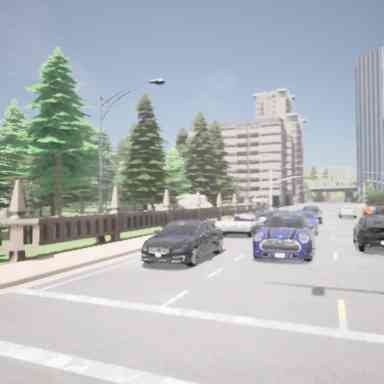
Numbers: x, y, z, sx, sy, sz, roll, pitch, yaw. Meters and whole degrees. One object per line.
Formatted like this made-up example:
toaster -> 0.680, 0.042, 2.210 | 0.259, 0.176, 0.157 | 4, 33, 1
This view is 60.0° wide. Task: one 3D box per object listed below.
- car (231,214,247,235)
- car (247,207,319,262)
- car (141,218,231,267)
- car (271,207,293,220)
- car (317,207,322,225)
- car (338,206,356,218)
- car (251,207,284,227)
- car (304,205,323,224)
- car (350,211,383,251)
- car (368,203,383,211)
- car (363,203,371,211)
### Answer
car -> 3.365, 2.128, 21.549 | 1.895, 1.301, 4.718 | -1, -2, 22
car -> 3.928, 1.680, 13.752 | 2.097, 1.767, 4.553 | -1, -2, 22
car -> -0.171, 1.839, 12.992 | 1.837, 1.490, 4.892 | -1, -2, 22
car -> 10.735, 2.528, 39.275 | 1.895, 1.301, 4.718 | -1, -2, 23
car -> 7.434, 1.997, 22.228 | 1.882, 1.535, 5.008 | -1, -2, 22
car -> 19.148, 2.445, 40.984 | 1.812, 1.442, 4.674 | -1, -1, 23
car -> 6.919, 2.213, 30.132 | 2.128, 1.511, 4.902 | -1, -2, 23
car -> 11.214, 2.078, 31.355 | 2.097, 1.767, 4.553 | -1, -2, 23
car -> 8.696, 1.851, 15.593 | 1.837, 1.490, 4.892 | -1, -2, 22
car -> 21.542, 2.326, 37.646 | 1.837, 1.490, 4.892 | -1, -2, 23
car -> 24.870, 2.359, 45.854 | 2.097, 1.767, 4.553 | -1, -2, 22
